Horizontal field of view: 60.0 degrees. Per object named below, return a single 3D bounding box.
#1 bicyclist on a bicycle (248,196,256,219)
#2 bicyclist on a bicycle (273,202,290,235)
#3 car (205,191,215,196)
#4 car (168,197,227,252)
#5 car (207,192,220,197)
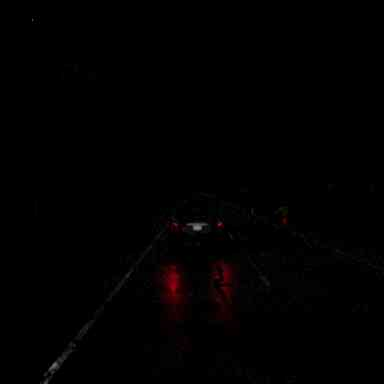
[{"bbox_3d":[4.679,1.182,26.162,0.659,1.776,1.843,0,1,0],"label":"bicyclist on a bicycle"},{"bbox_3d":[4.574,1.317,16.803,0.866,1.612,1.509,0,0,1],"label":"bicyclist on a bicycle"},{"bbox_3d":[4.120,0.687,73.817,2.150,2.045,5.566,0,0,0],"label":"car"},{"bbox_3d":[0.206,1.250,13.616,2.097,1.767,4.553,0,0,0],"label":"car"},{"bbox_3d":[4.091,1.135,58.737,1.994,1.385,4.181,0,0,1],"label":"car"}]
